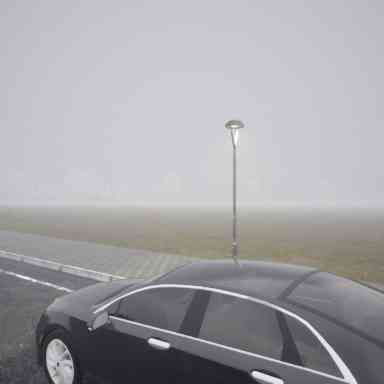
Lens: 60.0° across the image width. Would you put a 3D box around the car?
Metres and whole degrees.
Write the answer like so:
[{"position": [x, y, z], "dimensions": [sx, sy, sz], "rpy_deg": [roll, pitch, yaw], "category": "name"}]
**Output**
[{"position": [0.263, 1.506, 3.522], "dimensions": [4.892, 1.490, 1.837], "rpy_deg": [0, 0, 36], "category": "car"}]
